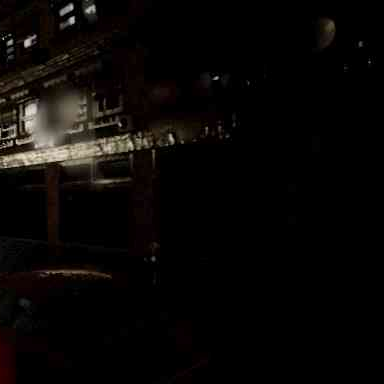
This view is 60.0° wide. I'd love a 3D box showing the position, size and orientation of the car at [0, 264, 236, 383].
[{"bbox_3d":[-1.682,1.554,3.945,4.507,1.381,1.887,0,-1,36],"label":"car"}]
